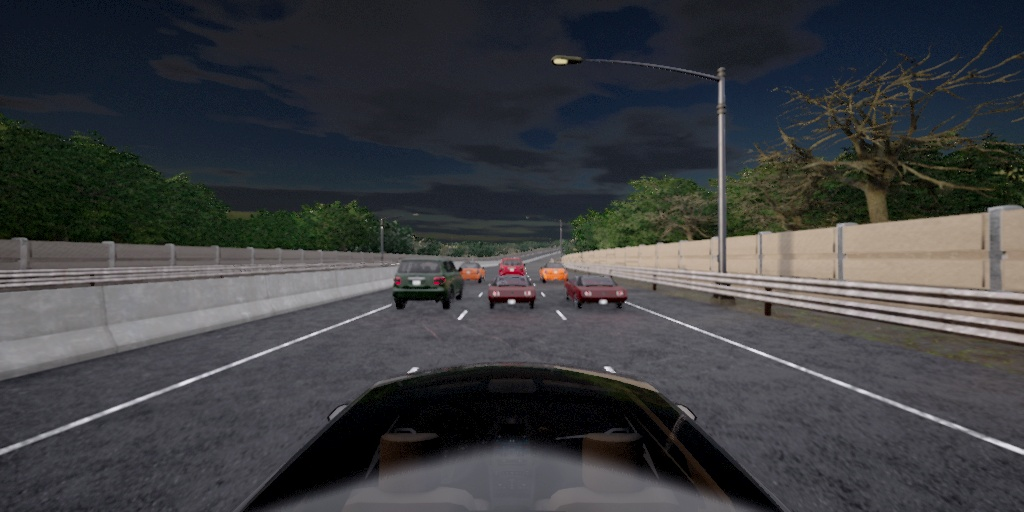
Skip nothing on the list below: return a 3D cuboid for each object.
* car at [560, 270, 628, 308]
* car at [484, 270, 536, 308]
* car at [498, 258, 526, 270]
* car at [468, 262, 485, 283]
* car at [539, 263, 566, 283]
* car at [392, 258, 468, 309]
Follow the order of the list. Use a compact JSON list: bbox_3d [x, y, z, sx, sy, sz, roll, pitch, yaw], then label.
[{"bbox_3d":[3.498,1.480,15.922,1.895,1.301,4.718,0,0,0],"label":"car"},{"bbox_3d":[-0.001,1.480,15.923,1.895,1.301,4.718,0,0,0],"label":"car"},{"bbox_3d":[0.009,1.212,30.795,2.150,2.045,5.566,0,0,0],"label":"car"},{"bbox_3d":[-3.489,1.346,30.871,2.097,1.767,4.553,0,-1,0],"label":"car"},{"bbox_3d":[3.512,1.347,30.836,2.097,1.767,4.553,0,-1,0],"label":"car"},{"bbox_3d":[-3.502,1.095,15.855,2.150,2.045,5.566,0,0,0],"label":"car"}]
